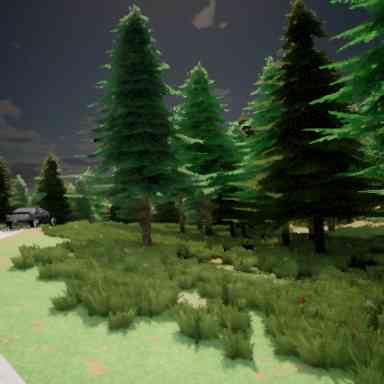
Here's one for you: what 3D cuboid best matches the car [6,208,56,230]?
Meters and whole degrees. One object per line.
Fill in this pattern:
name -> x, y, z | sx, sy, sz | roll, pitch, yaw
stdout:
car -> -11.959, 1.937, 25.037 | 2.128, 1.511, 4.902 | -4, -4, 1
